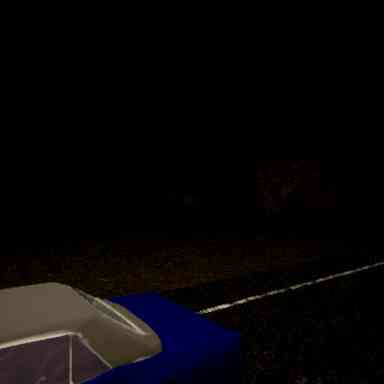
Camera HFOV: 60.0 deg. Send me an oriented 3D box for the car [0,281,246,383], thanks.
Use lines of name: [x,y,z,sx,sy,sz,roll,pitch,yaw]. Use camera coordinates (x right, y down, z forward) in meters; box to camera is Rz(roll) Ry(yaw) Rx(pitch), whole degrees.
car: [-1.875,1.602,2.656,4.718,1.301,1.895,0,0,-36]
